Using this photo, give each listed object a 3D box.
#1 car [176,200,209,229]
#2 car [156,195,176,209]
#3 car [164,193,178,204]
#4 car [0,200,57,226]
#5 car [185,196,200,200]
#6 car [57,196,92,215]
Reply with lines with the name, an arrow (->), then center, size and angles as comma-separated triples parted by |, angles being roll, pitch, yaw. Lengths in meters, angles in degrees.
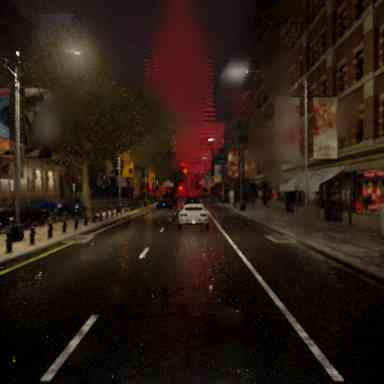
car -> 0.094, 1.501, 21.523 | 1.812, 1.442, 4.674 | 0, 0, 0
car -> -3.513, 1.515, 43.475 | 1.994, 1.385, 4.181 | 0, 0, 0
car -> -3.516, 1.162, 52.627 | 2.150, 2.045, 5.566 | 0, 0, 0
car -> -11.525, 1.521, 22.676 | 2.033, 1.411, 5.357 | 0, 0, 0
car -> 0.028, 1.298, 47.052 | 2.097, 1.767, 4.553 | 0, 0, 0
car -> -11.510, 1.314, 32.896 | 2.097, 1.767, 4.553 | 0, 0, 0
